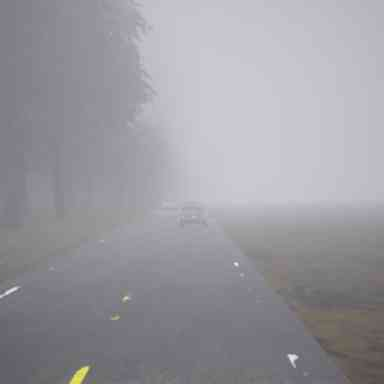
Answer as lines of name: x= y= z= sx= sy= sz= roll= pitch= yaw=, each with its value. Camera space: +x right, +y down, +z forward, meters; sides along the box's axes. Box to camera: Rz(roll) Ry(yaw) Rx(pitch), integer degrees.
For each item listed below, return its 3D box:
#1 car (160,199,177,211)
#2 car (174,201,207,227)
car: x=-2.835 y=1.590 z=41.266 sx=1.812 sy=1.442 sz=4.674 roll=0 pitch=0 yaw=0
car: x=0.095 y=1.572 z=22.929 sx=2.033 sy=1.411 sz=5.357 roll=0 pitch=0 yaw=0
